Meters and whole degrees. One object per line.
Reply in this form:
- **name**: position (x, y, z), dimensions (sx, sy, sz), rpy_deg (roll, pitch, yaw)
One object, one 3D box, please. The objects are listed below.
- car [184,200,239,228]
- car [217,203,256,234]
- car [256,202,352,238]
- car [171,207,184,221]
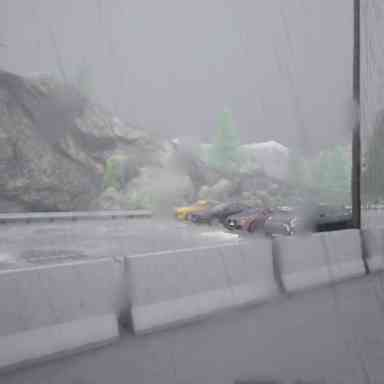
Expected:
- **car**: position (2.317, 1.402, 21.791), dimensions (5.008, 1.535, 1.882), rpy_deg (0, 0, -30)
- **car**: position (3.844, 1.499, 18.619), dimensions (4.181, 1.385, 1.994), rpy_deg (0, 0, -30)
- **car**: position (5.564, 1.298, 15.571), dimensions (4.553, 1.767, 2.097), rpy_deg (0, 0, -30)
- **car**: position (0.845, 1.391, 24.977), dimensions (5.008, 1.535, 1.882), rpy_deg (0, 0, -30)
